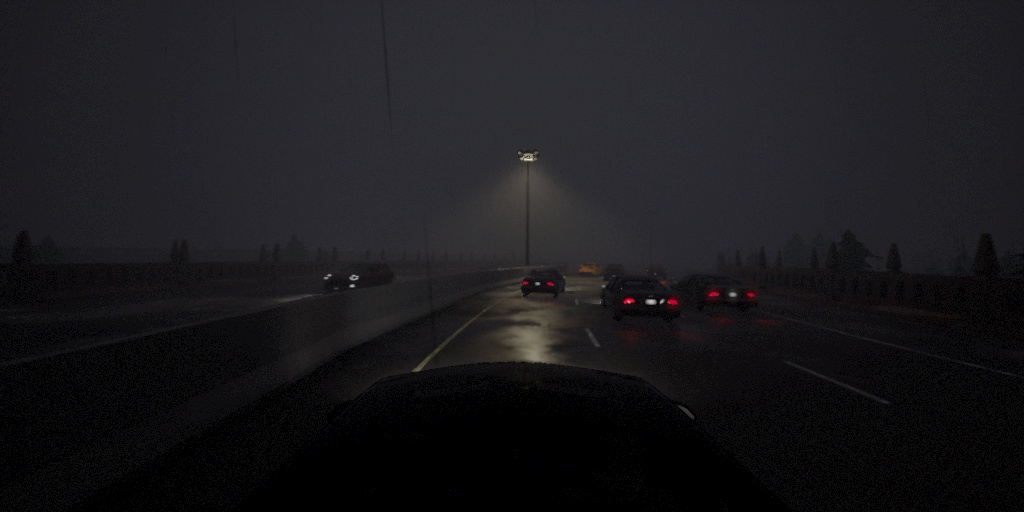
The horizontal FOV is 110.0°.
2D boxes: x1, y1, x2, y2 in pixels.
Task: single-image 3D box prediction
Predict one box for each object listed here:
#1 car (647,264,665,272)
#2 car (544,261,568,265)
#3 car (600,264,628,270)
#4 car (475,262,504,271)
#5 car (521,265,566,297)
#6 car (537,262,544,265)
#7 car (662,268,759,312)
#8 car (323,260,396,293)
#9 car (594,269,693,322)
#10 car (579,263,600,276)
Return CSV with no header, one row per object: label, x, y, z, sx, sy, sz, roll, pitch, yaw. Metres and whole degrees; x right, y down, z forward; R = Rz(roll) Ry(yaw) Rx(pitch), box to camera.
car,14.952,1.594,37.167,1.812,1.442,4.674,0,0,24
car,6.929,1.553,52.406,1.882,1.535,5.008,0,0,31
car,9.740,1.509,33.753,1.837,1.490,4.892,0,0,21
car,-2.906,1.517,49.022,2.033,1.411,5.357,0,0,26
car,1.833,1.408,19.779,2.033,1.411,5.357,0,0,14
car,4.982,1.641,55.972,1.994,1.385,4.181,0,0,32
car,8.236,1.442,15.196,2.033,1.411,5.357,0,0,9
car,-8.624,1.122,20.675,2.097,1.767,4.553,0,0,11
car,4.364,1.395,12.873,2.033,1.411,5.357,0,0,8
car,9.207,1.518,41.654,1.882,1.535,5.008,0,0,27
